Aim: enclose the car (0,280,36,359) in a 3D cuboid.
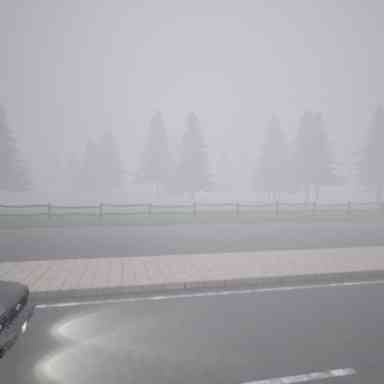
[{"bbox_3d":[-5.006,1.554,4.178,5.357,1.411,2.033,0,0,-14],"label":"car"}]
